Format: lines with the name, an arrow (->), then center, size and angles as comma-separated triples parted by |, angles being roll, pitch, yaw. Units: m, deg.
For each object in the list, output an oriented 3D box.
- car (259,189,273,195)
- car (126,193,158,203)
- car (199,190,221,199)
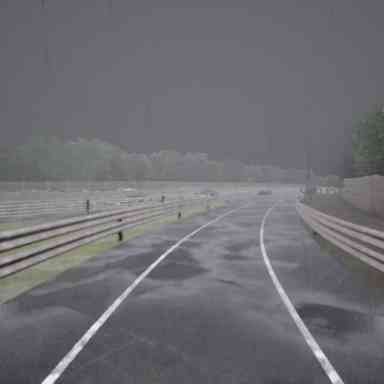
car -> 16.374, 0.061, 73.663 | 1.812, 1.442, 4.674 | 1, 2, 36
car -> -6.330, 0.902, 42.869 | 2.128, 1.511, 4.902 | 1, 2, 36
car -> 3.156, 0.384, 55.723 | 2.097, 1.767, 4.553 | 2, 2, 36
